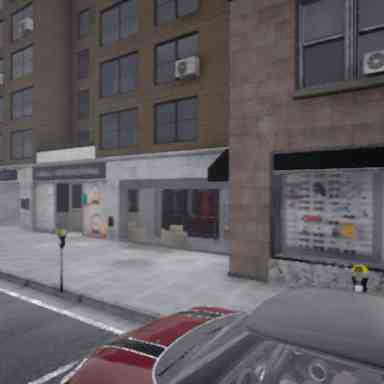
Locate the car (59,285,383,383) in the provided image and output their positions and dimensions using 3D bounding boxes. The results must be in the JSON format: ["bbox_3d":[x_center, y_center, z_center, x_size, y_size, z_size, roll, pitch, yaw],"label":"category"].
[{"bbox_3d":[0.824,1.439,2.259,4.097,1.590,1.967,0,0,35],"label":"car"}]
